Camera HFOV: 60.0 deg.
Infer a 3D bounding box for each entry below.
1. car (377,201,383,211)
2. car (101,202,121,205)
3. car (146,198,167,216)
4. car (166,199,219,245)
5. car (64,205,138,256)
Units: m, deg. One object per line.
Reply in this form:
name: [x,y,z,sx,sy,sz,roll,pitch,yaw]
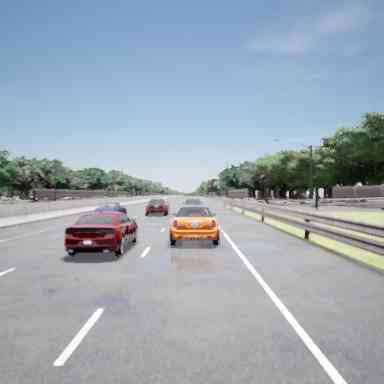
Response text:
car: [21.648,0.918,33.698,2.150,2.045,5.566,0,-3,-18]
car: [-6.891,1.593,28.495,2.033,1.411,5.357,0,0,0]
car: [-3.390,1.411,33.872,2.097,1.767,4.553,0,0,0]
car: [0.106,1.372,15.798,2.097,1.767,4.553,0,0,0]
car: [-3.395,1.493,13.280,1.882,1.535,5.008,0,0,0]
